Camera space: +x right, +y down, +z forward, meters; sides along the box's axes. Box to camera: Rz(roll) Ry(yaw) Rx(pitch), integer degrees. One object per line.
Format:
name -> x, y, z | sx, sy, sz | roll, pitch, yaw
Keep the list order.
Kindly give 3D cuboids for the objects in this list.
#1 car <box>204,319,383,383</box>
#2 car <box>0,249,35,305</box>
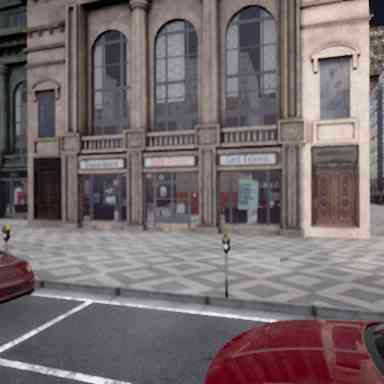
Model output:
car -> 2.523, 1.478, 2.101 | 5.008, 1.535, 1.882 | 0, 0, 15
car -> -5.119, 1.581, 6.537 | 4.206, 1.307, 1.802 | 0, 0, 17
